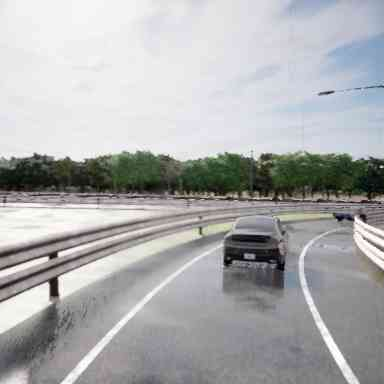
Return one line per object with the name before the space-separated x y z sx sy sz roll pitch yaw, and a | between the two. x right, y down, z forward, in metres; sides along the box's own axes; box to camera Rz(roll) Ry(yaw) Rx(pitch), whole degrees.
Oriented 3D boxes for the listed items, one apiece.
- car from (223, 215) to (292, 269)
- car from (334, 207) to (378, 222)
car | 2.349 1.565 11.536 1.837 1.490 4.892 0 -1 18
car | 14.344 1.965 28.878 4.718 1.301 1.895 1 0 -40
